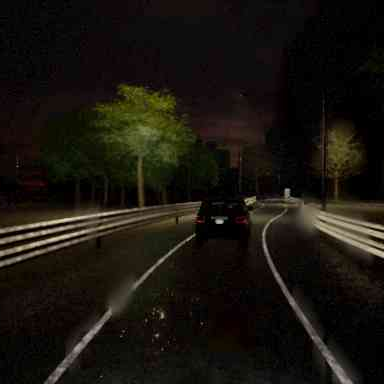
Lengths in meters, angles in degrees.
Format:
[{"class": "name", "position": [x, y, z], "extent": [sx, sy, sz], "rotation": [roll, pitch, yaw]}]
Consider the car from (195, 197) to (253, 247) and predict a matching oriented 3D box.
[{"class": "car", "position": [1.578, 1.228, 15.346], "extent": [2.150, 2.045, 5.566], "rotation": [0, 0, 11]}]

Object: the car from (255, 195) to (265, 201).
[{"class": "car", "position": [17.562, 1.444, 85.996], "extent": [1.882, 1.535, 5.008], "rotation": [0, 0, 1]}]
